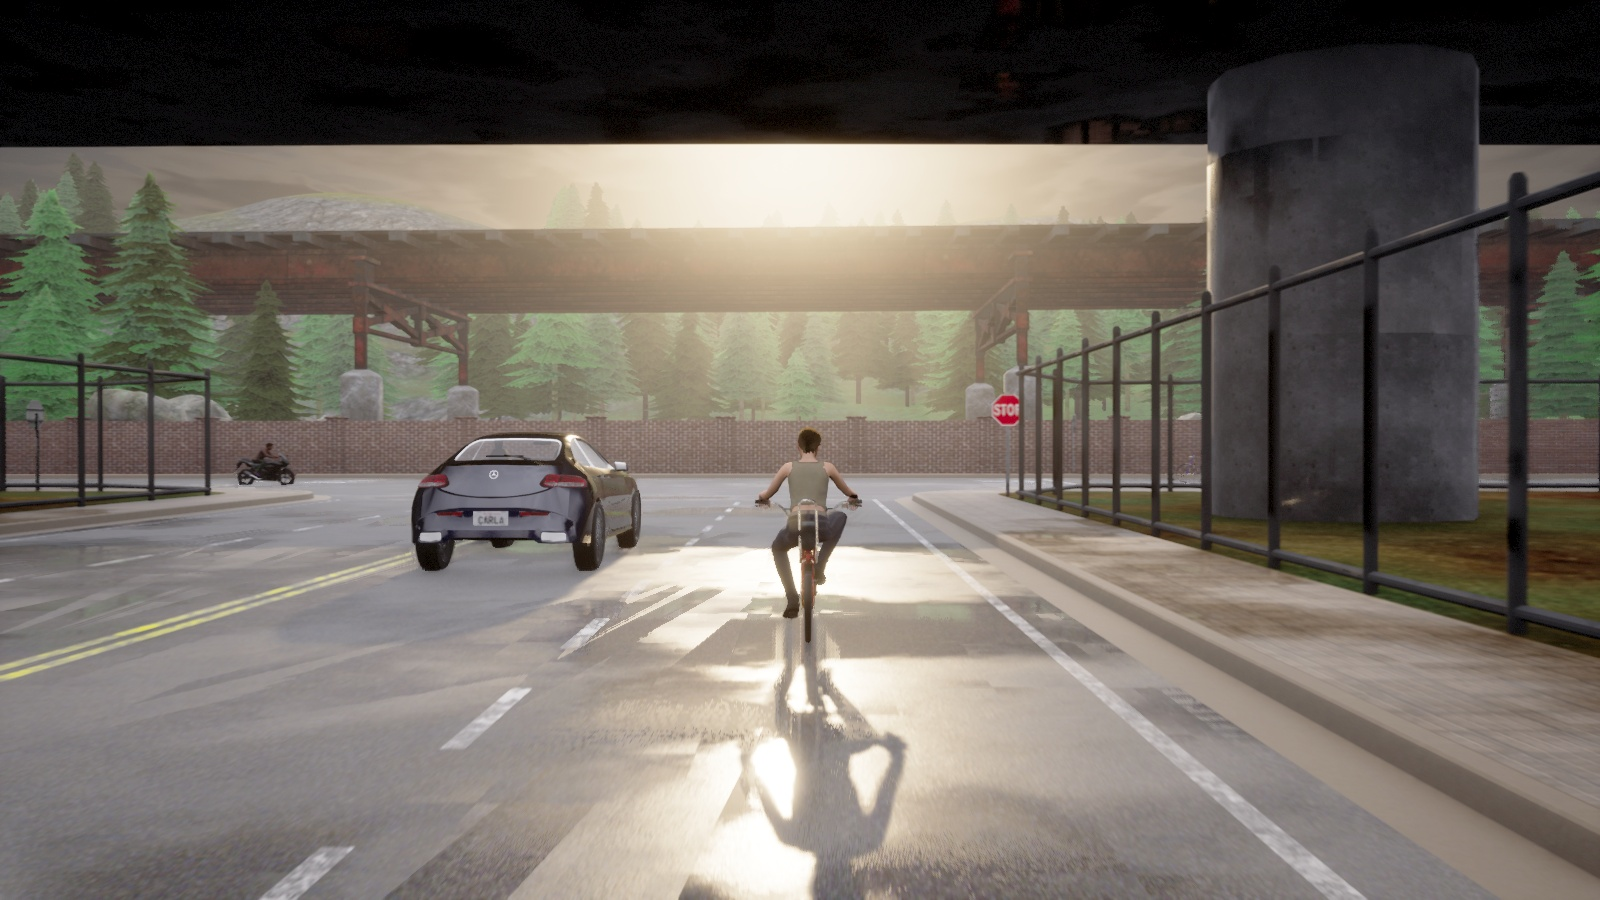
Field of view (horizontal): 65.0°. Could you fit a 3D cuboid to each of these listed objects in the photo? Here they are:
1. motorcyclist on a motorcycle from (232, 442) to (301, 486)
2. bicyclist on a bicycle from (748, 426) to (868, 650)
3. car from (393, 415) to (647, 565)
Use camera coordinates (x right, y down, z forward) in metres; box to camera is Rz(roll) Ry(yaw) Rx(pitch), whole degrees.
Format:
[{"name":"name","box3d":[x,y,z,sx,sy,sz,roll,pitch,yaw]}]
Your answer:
[{"name":"motorcyclist on a motorcycle","box3d":[-18.437,0.469,43.448,2.044,1.523,0.797,0,0,0]},{"name":"bicyclist on a bicycle","box3d":[0.066,0.628,9.792,0.866,1.612,1.509,0,0,1]},{"name":"car","box3d":[-3.392,0.430,16.336,2.152,1.651,5.027,0,0,0]}]
